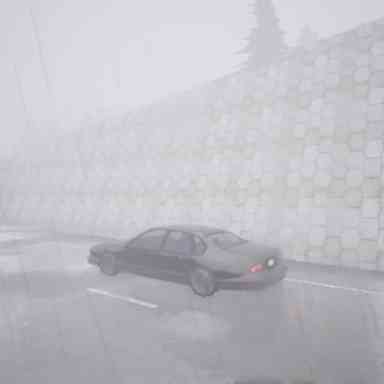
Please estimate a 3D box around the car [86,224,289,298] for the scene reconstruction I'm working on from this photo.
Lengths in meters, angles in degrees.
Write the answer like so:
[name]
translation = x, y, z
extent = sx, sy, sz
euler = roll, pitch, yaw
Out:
[car]
translation = -0.361, 1.551, 8.546
extent = 5.357, 1.411, 2.033
euler = 0, 0, 35
